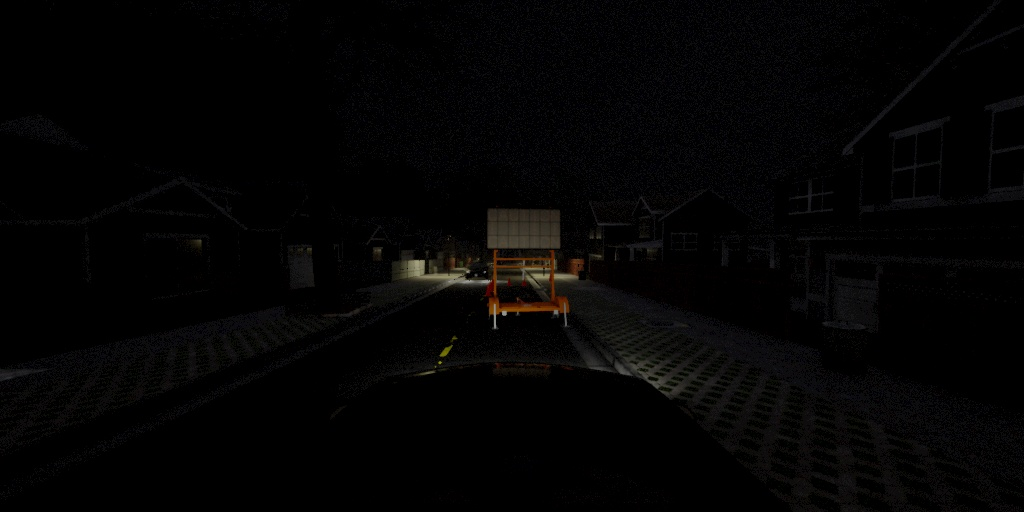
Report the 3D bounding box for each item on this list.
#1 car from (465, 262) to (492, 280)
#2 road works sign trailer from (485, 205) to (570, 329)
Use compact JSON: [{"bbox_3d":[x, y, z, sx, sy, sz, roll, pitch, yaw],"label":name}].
[{"bbox_3d":[-2.880,1.277,31.016,1.812,1.442,4.674,0,0,0],"label":"car"},{"bbox_3d":[0.352,0.209,11.333,2.380,3.560,2.880,0,0,-7],"label":"road works sign trailer"}]
